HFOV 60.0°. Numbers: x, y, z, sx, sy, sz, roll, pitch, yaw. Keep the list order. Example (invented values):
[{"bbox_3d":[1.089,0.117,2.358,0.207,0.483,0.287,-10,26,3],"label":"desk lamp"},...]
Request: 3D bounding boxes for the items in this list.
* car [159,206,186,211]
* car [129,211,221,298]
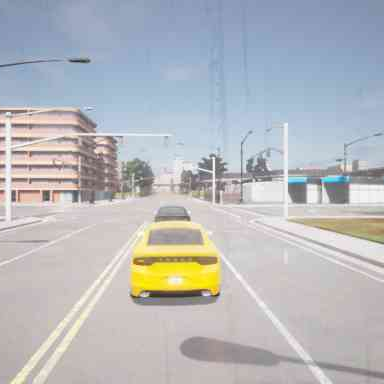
[{"bbox_3d":[-1.068,1.478,18.154,1.882,1.535,5.008,0,0,-4],"label":"car"},{"bbox_3d":[-0.437,1.478,8.594,1.882,1.535,5.008,0,0,-3],"label":"car"}]
